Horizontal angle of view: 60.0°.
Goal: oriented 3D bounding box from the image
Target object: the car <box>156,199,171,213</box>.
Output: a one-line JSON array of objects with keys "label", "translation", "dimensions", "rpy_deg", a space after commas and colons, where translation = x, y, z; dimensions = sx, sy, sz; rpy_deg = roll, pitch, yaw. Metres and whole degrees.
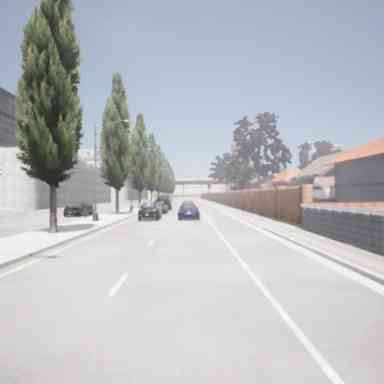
[{"label": "car", "translation": [-3.902, 1.868, 39.169], "dimensions": [1.994, 1.385, 4.181], "rpy_deg": [-1, 0, 0]}]

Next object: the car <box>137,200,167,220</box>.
[{"label": "car", "translation": [-3.772, 1.735, 30.301], "dimensions": [2.128, 1.511, 4.902], "rpy_deg": [-1, 0, -1]}]

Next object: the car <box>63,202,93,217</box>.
[{"label": "car", "translation": [-11.976, 1.812, 35.170], "dimensions": [1.882, 1.535, 5.008], "rpy_deg": [0, -1, 0]}]

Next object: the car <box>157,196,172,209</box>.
[{"label": "car", "translation": [-4.097, 1.593, 48.635], "dimensions": [2.150, 2.045, 5.566], "rpy_deg": [-1, 0, -1]}]

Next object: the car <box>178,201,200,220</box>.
[{"label": "car", "translation": [-0.272, 1.773, 30.232], "dimensions": [1.994, 1.385, 4.181], "rpy_deg": [-1, 0, 0]}]

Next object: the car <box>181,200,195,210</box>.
[{"label": "car", "translation": [-0.593, 1.902, 48.844], "dimensions": [1.994, 1.385, 4.181], "rpy_deg": [-1, 0, -1]}]
